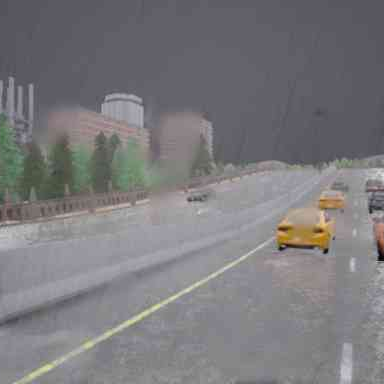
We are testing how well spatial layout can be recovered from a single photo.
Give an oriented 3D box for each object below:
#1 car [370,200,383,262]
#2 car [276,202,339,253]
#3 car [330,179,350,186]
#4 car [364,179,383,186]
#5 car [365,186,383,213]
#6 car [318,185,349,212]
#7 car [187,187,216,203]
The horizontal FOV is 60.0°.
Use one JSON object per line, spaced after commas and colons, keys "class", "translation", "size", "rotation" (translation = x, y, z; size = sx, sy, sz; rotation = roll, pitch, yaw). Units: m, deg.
{"class": "car", "translation": [7.725, 1.357, 11.896], "size": [2.097, 1.767, 4.553], "rotation": [0, 1, 27]}
{"class": "car", "translation": [4.959, 1.485, 14.176], "size": [1.882, 1.535, 5.008], "rotation": [0, 2, 27]}
{"class": "car", "translation": [17.381, -0.767, 39.061], "size": [2.128, 1.511, 4.902], "rotation": [0, 7, 27]}
{"class": "car", "translation": [20.418, -0.708, 37.313], "size": [2.033, 1.411, 5.357], "rotation": [0, 6, 27]}
{"class": "car", "translation": [14.347, 0.698, 25.154], "size": [2.128, 1.511, 4.902], "rotation": [0, 5, 27]}
{"class": "car", "translation": [11.559, 0.637, 27.384], "size": [1.882, 1.535, 5.008], "rotation": [0, 5, 27]}
{"class": "car", "translation": [1.102, 0.285, 37.902], "size": [1.837, 1.490, 4.892], "rotation": [0, 6, 27]}
